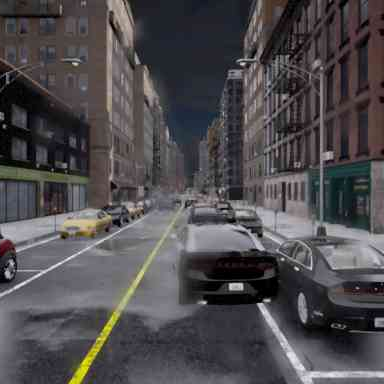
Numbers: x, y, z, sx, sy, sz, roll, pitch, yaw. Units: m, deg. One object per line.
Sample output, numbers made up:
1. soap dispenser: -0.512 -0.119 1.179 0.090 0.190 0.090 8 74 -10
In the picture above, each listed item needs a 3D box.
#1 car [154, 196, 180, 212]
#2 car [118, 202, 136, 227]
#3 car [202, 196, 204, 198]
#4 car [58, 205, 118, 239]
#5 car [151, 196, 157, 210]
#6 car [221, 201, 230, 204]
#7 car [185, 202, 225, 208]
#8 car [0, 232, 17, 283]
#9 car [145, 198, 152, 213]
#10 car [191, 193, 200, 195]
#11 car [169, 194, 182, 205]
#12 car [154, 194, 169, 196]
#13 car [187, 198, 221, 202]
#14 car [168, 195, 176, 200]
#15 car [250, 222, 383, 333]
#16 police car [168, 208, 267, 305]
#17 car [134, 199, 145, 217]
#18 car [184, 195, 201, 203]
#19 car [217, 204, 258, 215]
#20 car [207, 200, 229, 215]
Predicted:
1. car: -2.902 1.541 39.198 2.033 1.411 5.357 0 0 0
2. car: -5.419 1.564 22.966 1.947 1.339 4.313 0 0 0
3. car: 2.574 1.515 44.790 1.752 1.417 4.829 0 0 0
4. car: -5.411 1.524 17.384 1.752 1.417 4.829 0 0 0
5. car: -5.443 1.544 39.205 2.008 1.369 4.403 0 0 0
6. car: 2.598 1.563 28.381 1.947 1.339 4.313 0 0 0
7. car: 0.691 1.503 18.258 1.837 1.490 4.892 0 0 0
8. car: -5.396 1.440 6.728 1.967 1.590 4.097 0 0 0
9. car: -5.435 1.578 33.792 1.802 1.307 4.206 0 0 0
10. car: -0.084 1.457 58.800 1.882 1.535 5.008 0 0 0
11. car: -2.835 1.580 59.563 1.895 1.301 4.718 0 0 0
12. car: -5.466 1.297 55.443 2.192 1.841 5.009 0 0 0
13. car: 0.792 1.476 24.257 1.882 1.535 5.008 0 0 0
14. car: -5.520 1.477 92.644 1.752 1.417 4.829 0 0 0
15. car: 2.629 1.550 6.731 2.008 1.369 4.403 0 0 0
16. police car: 0.512 1.424 8.289 1.930 1.638 5.238 0 0 -6
17. car: -5.427 1.523 28.209 1.752 1.417 4.829 0 0 0
18. car: -0.045 1.494 45.736 1.837 1.490 4.892 0 0 1
19. car: 2.614 1.549 17.556 2.008 1.369 4.403 0 0 0
20. car: 2.590 1.562 33.794 1.947 1.339 4.313 0 0 0
